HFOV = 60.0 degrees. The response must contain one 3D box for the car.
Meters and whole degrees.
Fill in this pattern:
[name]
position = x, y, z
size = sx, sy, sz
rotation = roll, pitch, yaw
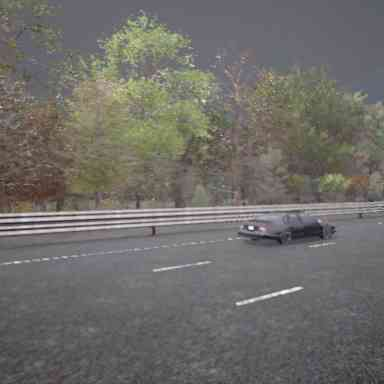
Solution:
[car]
position = 4.569, 1.572, 15.623
size = 5.357, 1.411, 2.033
rotation = 0, 0, -35
